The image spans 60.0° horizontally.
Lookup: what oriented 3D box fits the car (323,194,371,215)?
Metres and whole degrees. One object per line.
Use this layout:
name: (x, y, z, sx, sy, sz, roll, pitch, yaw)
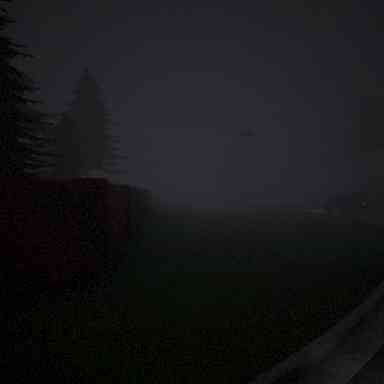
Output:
car: (15.805, 1.219, 34.213, 2.150, 2.045, 5.566, 0, 0, -11)
